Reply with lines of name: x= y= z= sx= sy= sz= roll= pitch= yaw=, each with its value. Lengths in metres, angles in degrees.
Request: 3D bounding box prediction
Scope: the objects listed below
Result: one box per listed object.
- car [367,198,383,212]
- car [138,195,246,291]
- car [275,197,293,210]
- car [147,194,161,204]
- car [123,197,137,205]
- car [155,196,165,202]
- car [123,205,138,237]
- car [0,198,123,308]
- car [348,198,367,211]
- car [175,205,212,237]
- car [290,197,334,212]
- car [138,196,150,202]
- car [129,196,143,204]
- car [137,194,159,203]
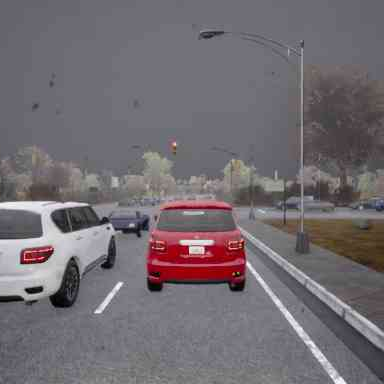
car: x=23.079 y=1.212 z=36.990 sx=5.566 sy=2.045 sz=2.150 roll=0 pitch=0 yaw=3
car: x=0.090 y=1.221 z=9.131 sx=2.150 sy=2.045 sz=5.566 roll=0 pitch=0 yaw=0
car: x=12.594 y=1.352 z=41.060 sx=4.553 sy=1.767 sz=2.097 roll=0 pitch=0 yaw=3
car: x=-7.112 y=1.352 z=63.249 sx=2.097 sy=1.767 sz=4.553 roll=0 pitch=0 yaw=0
car: x=-10.657 y=1.601 z=54.423 sx=1.895 sy=1.301 sz=4.718 roll=0 pitch=0 yaw=1
car: x=-7.067 y=1.595 z=73.497 sx=1.895 sy=1.301 sz=4.718 roll=0 pitch=0 yaw=0
car: x=-3.415 y=1.601 z=17.837 sx=1.895 sy=1.301 sz=4.718 roll=0 pitch=0 yaw=0
car: x=-3.407 y=1.221 z=8.069 sx=2.150 sy=2.045 sz=5.566 roll=0 pitch=0 yaw=0
car: x=21.725 y=1.499 z=40.569 sx=4.892 sy=1.490 sz=1.837 roll=0 pitch=0 yaw=3
car: x=0.084 y=1.526 z=18.824 sx=1.812 sy=1.442 sz=4.674 roll=0 pitch=0 yaw=0
car: x=13.743 y=1.564 z=37.491 sx=4.181 sy=1.385 sz=1.994 roll=0 pitch=0 yaw=3
car: x=-10.567 y=1.552 z=73.301 sx=1.994 sy=1.385 sz=4.181 roll=0 pitch=0 yaw=0
car: x=-10.603 y=1.564 z=63.230 sx=1.994 sy=1.385 sz=4.181 roll=0 pitch=0 yaw=1
car: x=-7.124 y=1.352 z=54.364 sx=2.097 sy=1.767 sz=4.553 roll=0 pitch=0 yaw=0
